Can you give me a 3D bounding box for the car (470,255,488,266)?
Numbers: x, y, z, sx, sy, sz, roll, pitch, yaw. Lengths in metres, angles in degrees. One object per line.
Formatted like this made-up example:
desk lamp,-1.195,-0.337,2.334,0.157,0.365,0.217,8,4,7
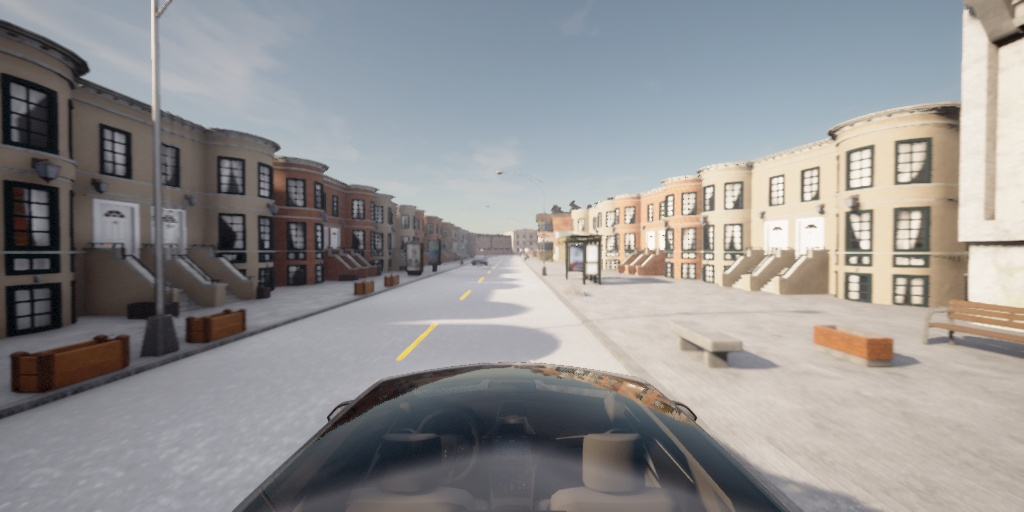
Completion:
car,-4.058,0.539,45.682,1.812,1.442,4.674,0,1,0
